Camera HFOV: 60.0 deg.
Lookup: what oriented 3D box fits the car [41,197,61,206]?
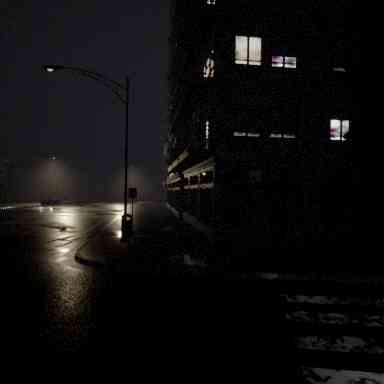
[{"bbox_3d":[-21.757,1.492,51.376,1.895,1.301,4.718,1,0,-6],"label":"car"}]
